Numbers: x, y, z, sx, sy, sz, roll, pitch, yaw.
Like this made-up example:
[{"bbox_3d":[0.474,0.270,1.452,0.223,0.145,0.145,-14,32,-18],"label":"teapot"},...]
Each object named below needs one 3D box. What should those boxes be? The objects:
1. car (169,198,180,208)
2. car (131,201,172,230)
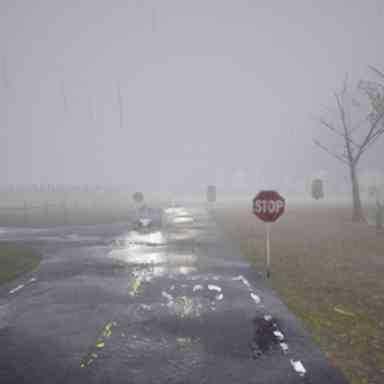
[{"bbox_3d":[-2.764,1.703,51.258,2.128,1.511,4.902,0,0,0],"label":"car"},{"bbox_3d":[-2.757,1.614,22.049,2.128,1.511,4.902,0,0,0],"label":"car"}]
